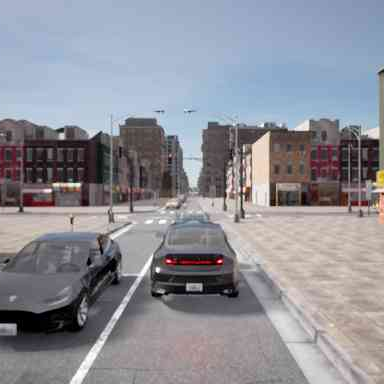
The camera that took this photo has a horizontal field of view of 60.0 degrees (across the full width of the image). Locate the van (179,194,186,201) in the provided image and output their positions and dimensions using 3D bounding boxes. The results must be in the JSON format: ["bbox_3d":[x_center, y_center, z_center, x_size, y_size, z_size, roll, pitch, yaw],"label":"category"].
[{"bbox_3d":[-2.504,1.477,89.471,1.690,1.788,3.998,0,0,0],"label":"van"}]

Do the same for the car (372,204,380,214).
[{"bbox_3d":[20.191,1.450,32.396,5.008,1.535,1.882,0,0,0],"label":"car"}]

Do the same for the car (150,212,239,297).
[{"bbox_3d":[0.083,1.502,8.536,1.837,1.490,4.892,0,0,1],"label":"car"}]

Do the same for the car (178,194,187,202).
[{"bbox_3d":[-2.537,1.508,67.049,1.967,1.590,4.097,0,0,0],"label":"car"}]

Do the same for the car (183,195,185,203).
[{"bbox_3d":[-2.553,1.623,55.838,1.802,1.307,4.206,0,0,0],"label":"car"}]

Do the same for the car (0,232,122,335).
[{"bbox_3d":[-2.623,1.563,6.858,1.947,1.339,4.313,0,0,0],"label":"car"}]

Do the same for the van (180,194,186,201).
[{"bbox_3d":[-2.496,1.496,95.077,1.690,1.788,3.998,0,0,0],"label":"van"}]

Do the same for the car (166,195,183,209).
[{"bbox_3d":[-2.569,1.545,44.458,1.752,1.417,4.829,0,0,0],"label":"car"}]

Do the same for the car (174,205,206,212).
[{"bbox_3d":[0.054,1.598,17.747,1.895,1.301,4.718,0,0,1],"label":"car"}]

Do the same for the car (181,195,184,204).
[{"bbox_3d":[-2.561,1.575,50.233,1.887,1.381,4.507,0,0,0],"label":"car"}]
